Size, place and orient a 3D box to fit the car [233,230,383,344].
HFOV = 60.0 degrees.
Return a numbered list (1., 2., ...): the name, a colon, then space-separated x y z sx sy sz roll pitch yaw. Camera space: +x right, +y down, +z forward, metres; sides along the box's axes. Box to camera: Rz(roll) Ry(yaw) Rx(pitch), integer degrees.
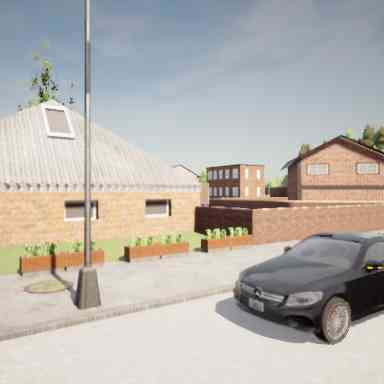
1. car: 2.950 1.521 6.505 4.674 1.442 1.812 0 0 -33
